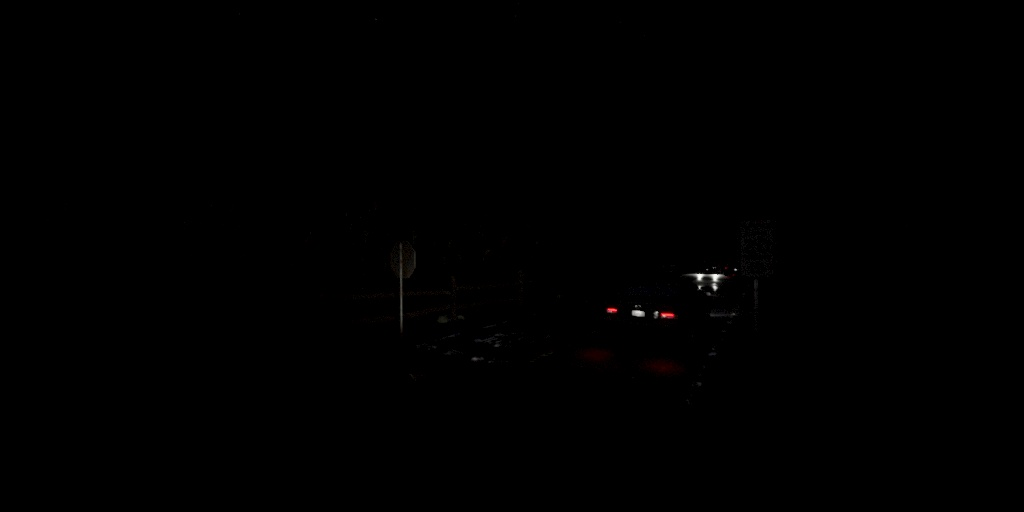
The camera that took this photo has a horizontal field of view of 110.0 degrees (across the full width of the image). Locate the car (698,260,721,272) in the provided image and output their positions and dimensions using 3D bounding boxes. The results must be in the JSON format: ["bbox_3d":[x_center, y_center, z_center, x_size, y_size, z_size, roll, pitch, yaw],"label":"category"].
[{"bbox_3d":[22.177,1.191,40.195,1.837,1.490,4.892,0,0,35],"label":"car"}]

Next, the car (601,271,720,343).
[{"bbox_3d":[4.178,1.290,9.820,2.033,1.411,5.357,0,0,35],"label":"car"}]

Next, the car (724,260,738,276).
[{"bbox_3d":[22.187,1.259,35.343,1.994,1.385,4.181,0,0,36],"label":"car"}]
